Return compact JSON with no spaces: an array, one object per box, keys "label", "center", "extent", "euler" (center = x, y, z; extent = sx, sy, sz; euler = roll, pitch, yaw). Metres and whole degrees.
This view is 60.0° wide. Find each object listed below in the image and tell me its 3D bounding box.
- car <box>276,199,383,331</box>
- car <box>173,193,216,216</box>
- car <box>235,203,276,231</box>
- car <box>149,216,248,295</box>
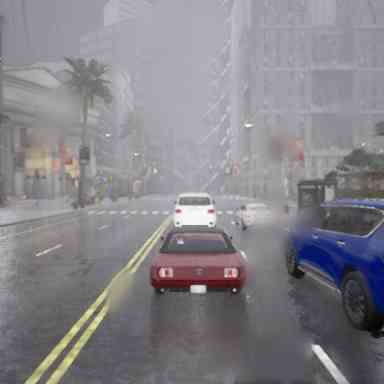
[{"label":"car","center":[3.622,1.151,6.857],"extent":[2.150,2.045,5.566],"euler":[0,-1,-1]},{"label":"car","center":[0.131,1.057,18.496],"extent":[2.150,2.045,5.566],"euler":[0,1,0]},{"label":"car","center":[3.615,1.354,19.293],"extent":[1.812,1.442,4.674],"euler":[0,0,0]},{"label":"car","center":[0.120,1.525,8.485],"extent":[1.895,1.301,4.718],"euler":[0,1,0]}]
